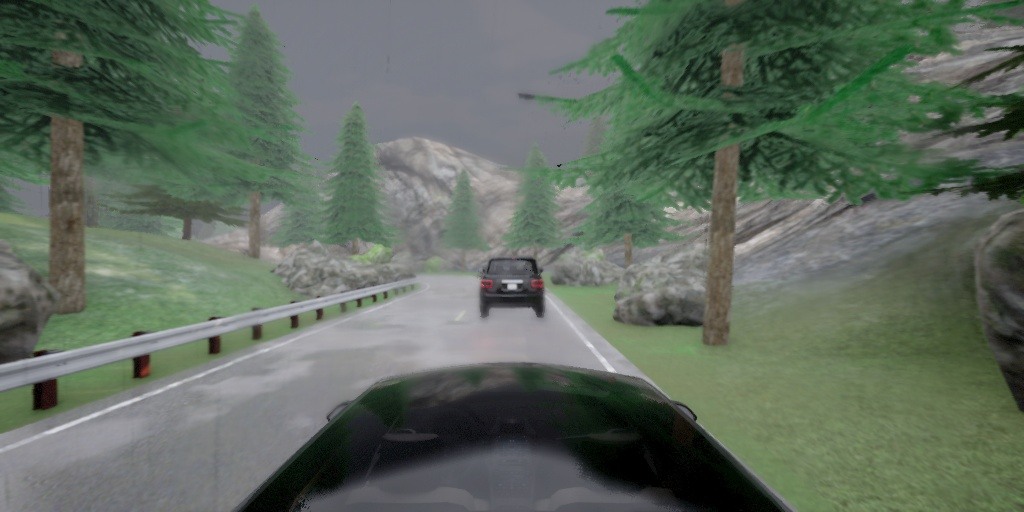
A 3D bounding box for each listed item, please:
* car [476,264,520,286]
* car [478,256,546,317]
[{"bbox_3d":[-1.198,1.371,27.606,2.033,1.411,5.357,0,0,-18],"label":"car"},{"bbox_3d":[0.032,1.007,13.459,2.150,2.045,5.566,0,0,1],"label":"car"}]
